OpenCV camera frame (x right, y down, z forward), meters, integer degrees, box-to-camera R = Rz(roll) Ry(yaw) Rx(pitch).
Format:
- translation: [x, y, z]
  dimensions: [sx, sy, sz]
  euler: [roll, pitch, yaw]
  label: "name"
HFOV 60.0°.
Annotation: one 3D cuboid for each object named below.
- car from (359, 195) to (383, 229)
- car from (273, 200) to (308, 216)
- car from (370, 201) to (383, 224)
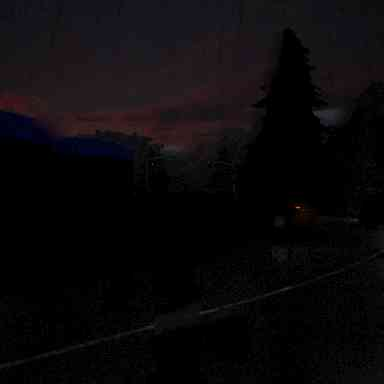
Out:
- translation: [11.992, 1.221, 18.751]
  dimensions: [2.150, 2.045, 5.566]
  euler: [2, 0, -12]
  label: "car"
- translation: [8.751, 1.525, 31.736]
  dimensions: [1.812, 1.442, 4.674]
  euler: [0, 0, -36]
  label: "car"
- translation: [14.757, 1.477, 22.412]
  dimensions: [1.882, 1.535, 5.008]
  euler: [0, 0, -15]
  label: "car"
